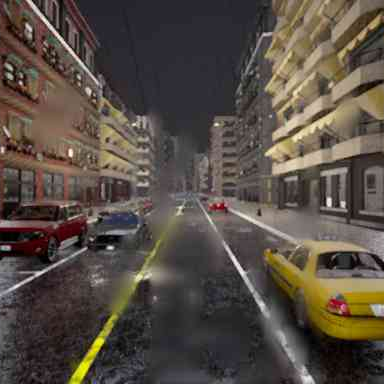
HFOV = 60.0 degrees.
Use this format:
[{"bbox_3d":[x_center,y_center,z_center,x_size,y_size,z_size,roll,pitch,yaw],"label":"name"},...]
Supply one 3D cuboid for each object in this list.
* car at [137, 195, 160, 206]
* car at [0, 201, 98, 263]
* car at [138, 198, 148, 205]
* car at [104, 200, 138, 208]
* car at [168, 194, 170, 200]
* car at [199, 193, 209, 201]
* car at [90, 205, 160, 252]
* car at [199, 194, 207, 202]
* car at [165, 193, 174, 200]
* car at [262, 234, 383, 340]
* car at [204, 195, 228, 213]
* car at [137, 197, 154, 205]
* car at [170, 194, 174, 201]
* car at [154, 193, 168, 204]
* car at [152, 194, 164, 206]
[{"bbox_3d":[-5.313,1.427,39.751,1.802,1.307,4.206,1,0,0],"label":"car"},{"bbox_3d":[-5.306,1.268,12.005,2.192,1.841,5.009,1,0,0],"label":"car"},{"bbox_3d":[-5.311,1.455,28.653,1.947,1.339,4.313,1,0,0],"label":"car"},{"bbox_3d":[-5.310,1.461,23.104,2.008,1.369,4.403,1,0,0],"label":"car"},{"bbox_3d":[-5.316,1.344,56.398,1.947,1.339,4.313,1,0,0],"label":"car"},{"bbox_3d":[2.563,1.151,73.067,1.967,1.590,4.097,1,0,0],"label":"car"},{"bbox_3d":[-2.753,1.493,13.885,2.033,1.411,5.357,0,0,0],"label":"car"},{"bbox_3d":[2.562,1.315,67.519,1.802,1.307,4.206,1,0,0],"label":"car"},{"bbox_3d":[-5.326,1.128,78.593,1.967,1.590,4.097,1,0,0],"label":"car"},{"bbox_3d":[2.573,1.499,6.649,1.752,1.417,4.829,1,0,0],"label":"car"},{"bbox_3d":[2.569,1.307,34.224,1.967,1.590,4.097,1,0,0],"label":"car"},{"bbox_3d":[-5.313,1.449,34.202,1.802,1.307,4.206,1,0,0],"label":"car"},{"bbox_3d":[-5.323,1.292,73.044,1.802,1.307,4.206,1,0,0],"label":"car"},{"bbox_3d":[-5.312,1.116,50.848,2.192,1.841,5.009,1,0,0],"label":"car"},{"bbox_3d":[-5.314,1.374,45.300,2.008,1.369,4.403,1,0,0],"label":"car"}]
